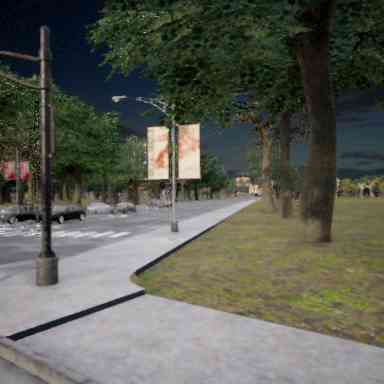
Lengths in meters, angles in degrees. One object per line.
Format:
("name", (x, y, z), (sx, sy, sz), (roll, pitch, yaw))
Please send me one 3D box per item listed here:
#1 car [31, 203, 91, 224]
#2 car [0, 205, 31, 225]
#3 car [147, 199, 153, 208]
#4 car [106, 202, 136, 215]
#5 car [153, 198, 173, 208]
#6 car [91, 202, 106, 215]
("car", (-11.090, 1.826, 28.645), (1.882, 1.535, 5.008), (-1, -1, 13))
("car", (-14.584, 1.879, 27.933), (2.128, 1.511, 4.902), (-1, -1, 13))
("car", (-6.854, 1.986, 62.313), (2.097, 1.767, 4.553), (-1, 0, 13))
("car", (-8.372, 1.957, 40.839), (1.812, 1.442, 4.674), (-1, -1, 13))
("car", (-4.589, 1.906, 57.663), (2.097, 1.767, 4.553), (-1, -1, 13))
("car", (-11.736, 2.001, 40.689), (1.812, 1.442, 4.674), (-1, 0, 13))
